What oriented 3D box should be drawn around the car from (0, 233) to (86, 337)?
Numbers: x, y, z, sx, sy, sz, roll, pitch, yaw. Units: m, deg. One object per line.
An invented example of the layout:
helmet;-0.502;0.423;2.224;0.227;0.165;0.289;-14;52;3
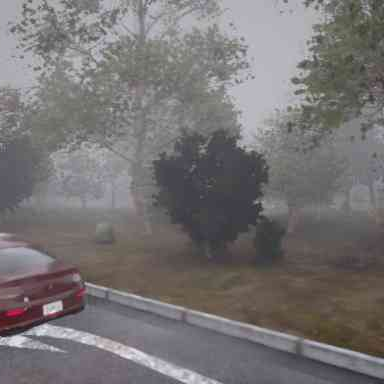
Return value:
car;-3.885;1.501;6.152;4.674;1.442;1.812;0;0;36
